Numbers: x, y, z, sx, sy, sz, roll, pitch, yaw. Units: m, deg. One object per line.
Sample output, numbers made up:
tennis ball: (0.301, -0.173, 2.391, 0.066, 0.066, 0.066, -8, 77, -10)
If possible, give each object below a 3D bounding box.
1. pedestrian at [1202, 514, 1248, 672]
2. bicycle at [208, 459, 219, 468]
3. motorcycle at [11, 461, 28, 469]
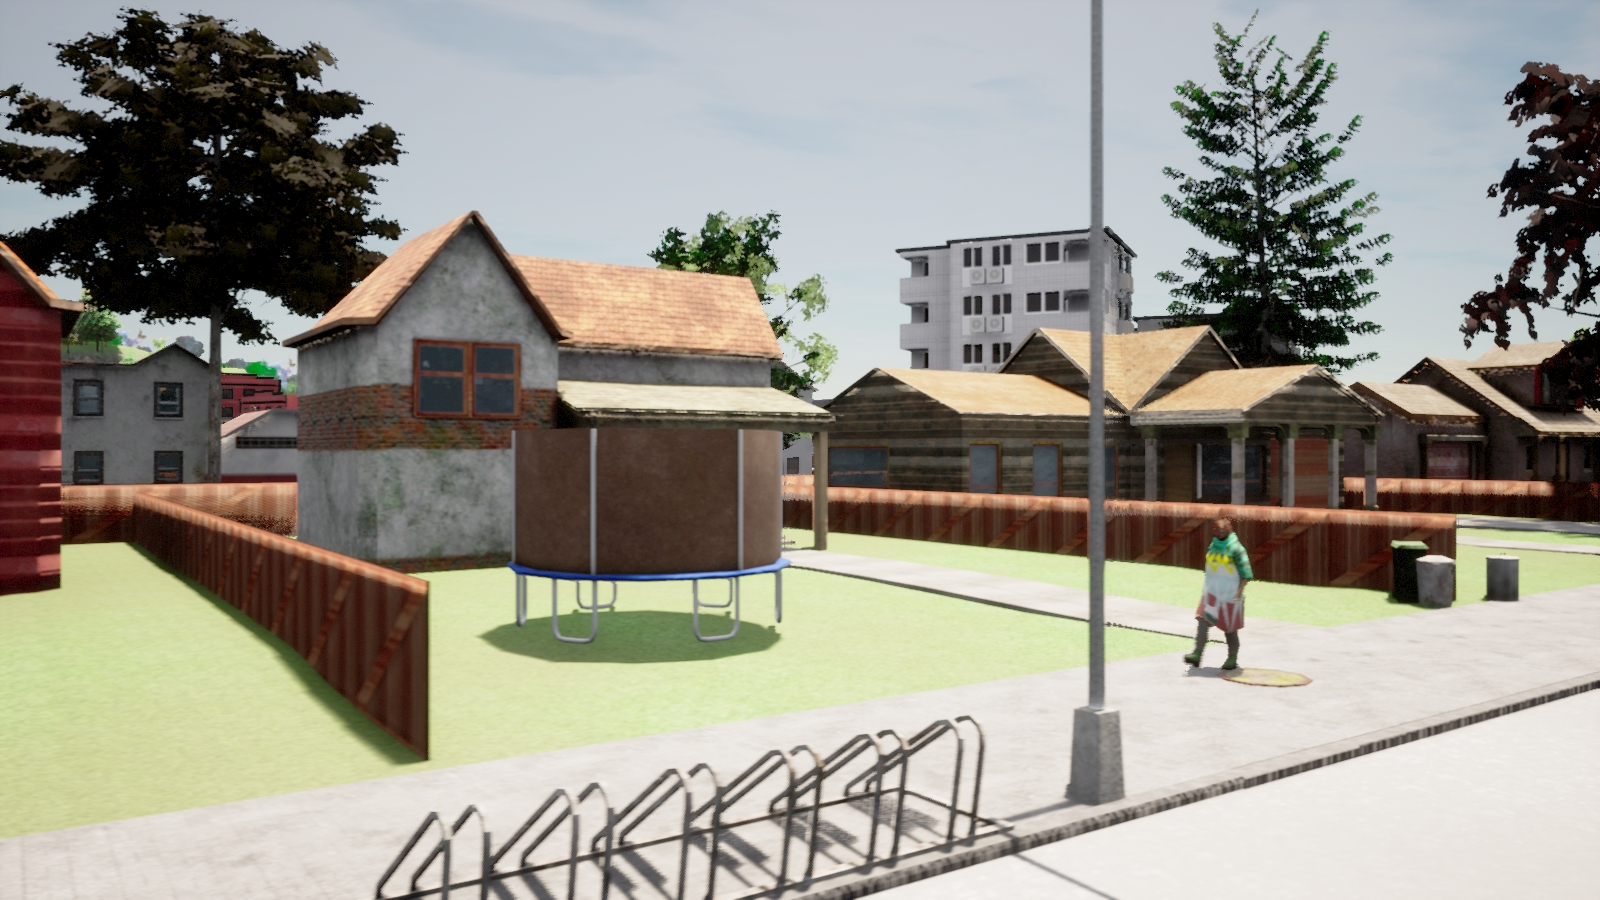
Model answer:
pedestrian: (5.171, 1.724, 13.892, 0.375, 1.860, 0.375, 0, 0, -34)
bicycle: (-93.839, 2.156, 182.797, 1.487, 1.276, 0.859, 0, 0, -35)
motorcycle: (-114.850, 2.185, 168.075, 2.033, 1.199, 0.803, 0, 0, -35)
